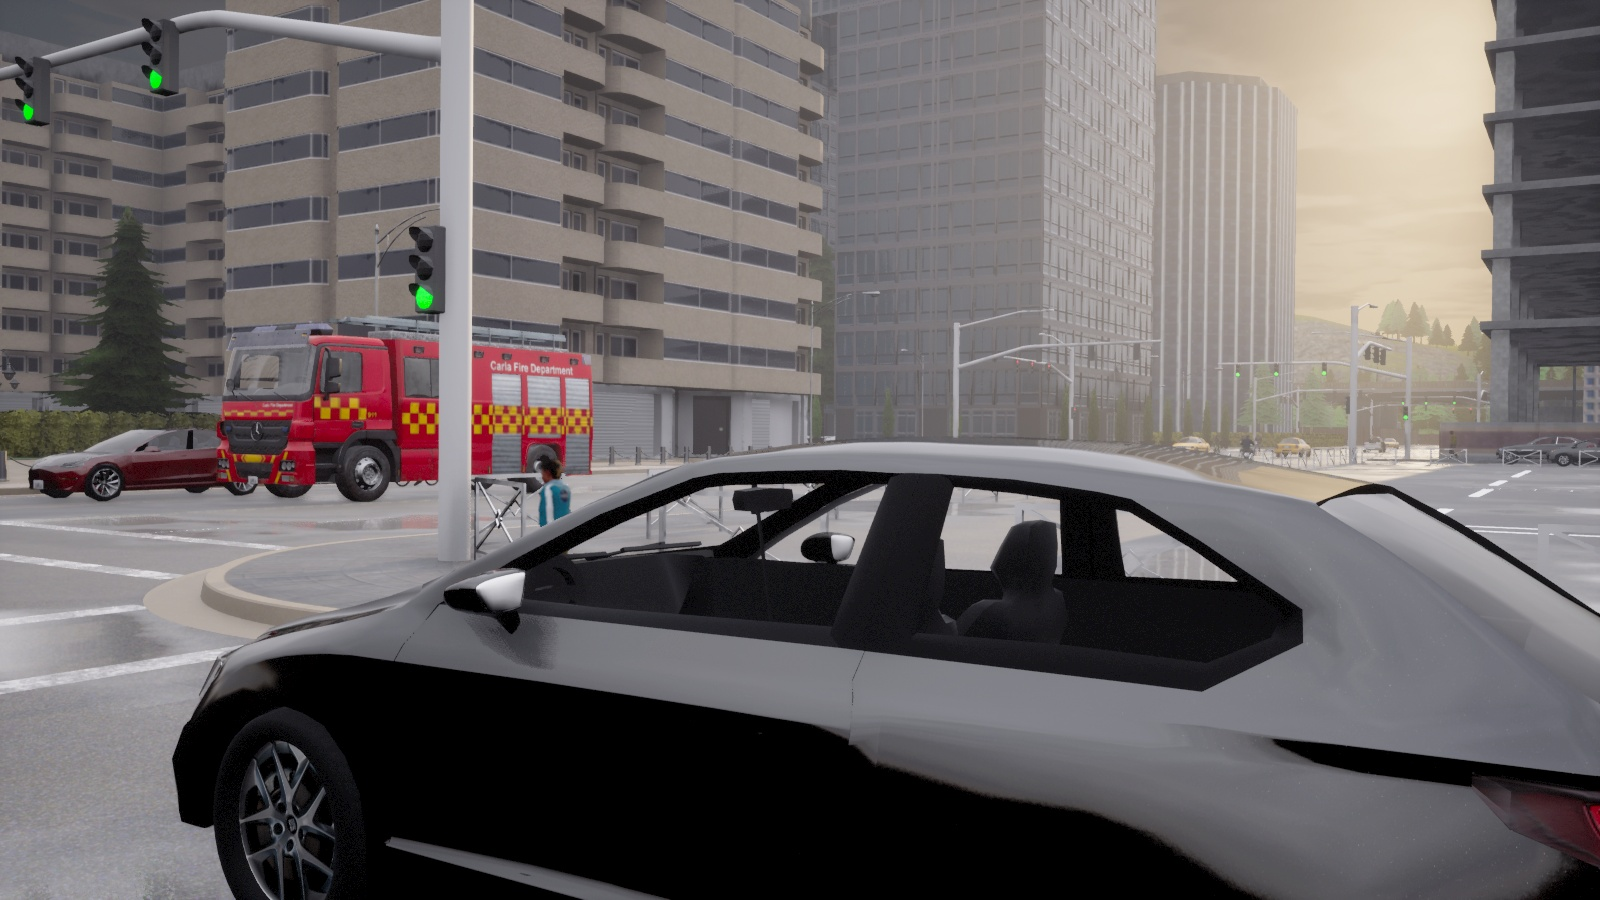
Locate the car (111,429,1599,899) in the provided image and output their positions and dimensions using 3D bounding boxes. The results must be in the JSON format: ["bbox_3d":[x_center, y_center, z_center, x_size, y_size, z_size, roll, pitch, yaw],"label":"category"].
[{"bbox_3d":[0.098,0.696,3.550,4.193,1.474,1.816,0,1,33],"label":"car"}]

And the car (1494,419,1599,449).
[{"bbox_3d":[41.957,-0.889,70.566,5.027,1.651,2.152,0,1,32],"label":"car"}]

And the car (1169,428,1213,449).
[{"bbox_3d":[29.585,-0.894,94.940,1.801,1.575,5.366,0,1,32],"label":"car"}]

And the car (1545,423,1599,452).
[{"bbox_3d":[42.050,-0.664,66.379,4.514,1.525,2.007,0,1,32],"label":"car"}]

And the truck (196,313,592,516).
[{"bbox_3d":[-8.614,-0.738,28.003,2.891,3.827,8.468,0,1,32],"label":"truck"}]

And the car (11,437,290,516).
[{"bbox_3d":[-13.616,0.491,26.643,2.163,1.488,4.792,0,1,32],"label":"car"}]

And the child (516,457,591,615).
[{"bbox_3d":[-1.922,0.654,9.789,0.448,1.192,0.343,0,1,32],"label":"child"}]

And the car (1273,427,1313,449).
[{"bbox_3d":[36.376,-0.923,92.561,1.801,1.575,5.366,0,1,32],"label":"car"}]
